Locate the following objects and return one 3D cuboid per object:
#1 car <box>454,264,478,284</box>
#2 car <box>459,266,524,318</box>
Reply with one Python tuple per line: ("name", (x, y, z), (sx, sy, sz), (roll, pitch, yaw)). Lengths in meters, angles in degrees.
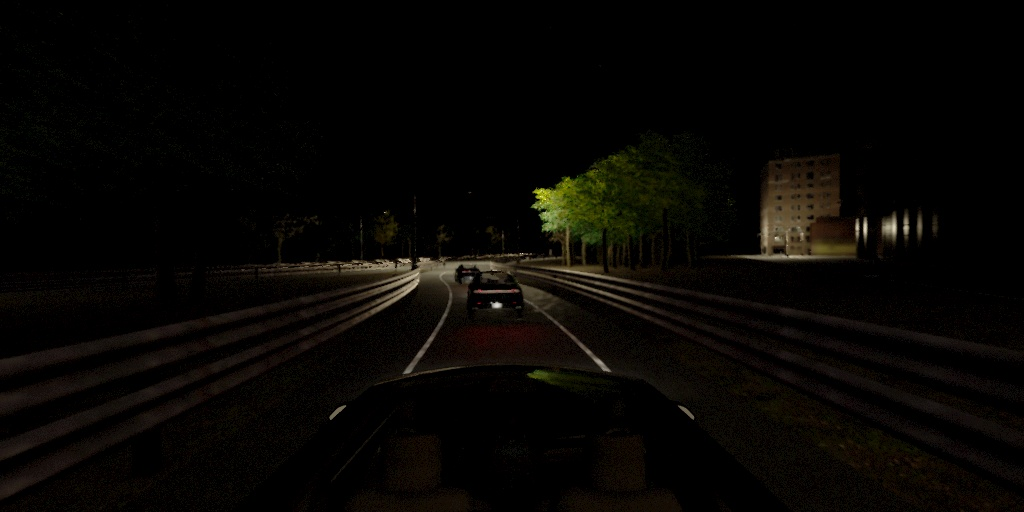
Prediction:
("car", (-3.492, 1.362, 28.522), (2.128, 1.511, 4.902), (0, 0, -13))
("car", (-0.699, 1.299, 13.277), (2.128, 1.511, 4.902), (0, 0, -6))
